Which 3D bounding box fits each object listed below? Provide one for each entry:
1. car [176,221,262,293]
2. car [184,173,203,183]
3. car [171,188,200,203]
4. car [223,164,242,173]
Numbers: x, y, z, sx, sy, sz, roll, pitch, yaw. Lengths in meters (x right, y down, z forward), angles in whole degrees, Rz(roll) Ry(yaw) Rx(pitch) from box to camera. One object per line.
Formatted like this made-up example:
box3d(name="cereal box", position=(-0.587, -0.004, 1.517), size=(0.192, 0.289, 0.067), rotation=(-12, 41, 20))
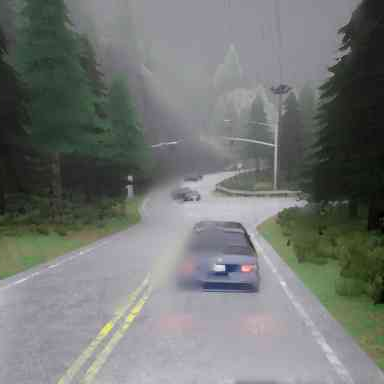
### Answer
box3d(name="car", position=(0.736, 1.496, 8.909), size=(2.033, 1.411, 5.357), rotation=(0, 0, 5))
box3d(name="car", position=(0.244, -2.335, 54.308), size=(1.895, 1.301, 4.718), rotation=(1, 10, 18))
box3d(name="car", position=(-0.775, 0.313, 36.511), size=(2.128, 1.511, 4.902), rotation=(-6, 6, -25))
box3d(name="car", position=(8.270, -4.857, 68.015), size=(4.892, 1.490, 1.837), rotation=(-11, 11, -43))
